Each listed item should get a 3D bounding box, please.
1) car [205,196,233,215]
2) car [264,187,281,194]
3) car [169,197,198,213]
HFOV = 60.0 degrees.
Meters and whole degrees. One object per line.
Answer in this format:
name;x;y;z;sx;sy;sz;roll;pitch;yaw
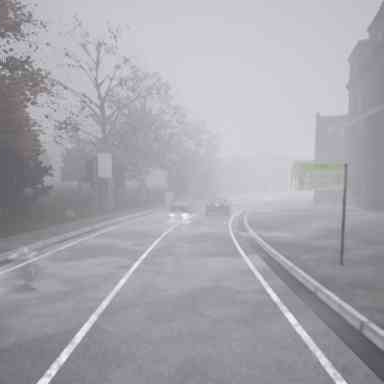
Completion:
car;2.638;1.158;31.488;2.097;1.767;4.553;1;1;12
car;17.025;-0.295;70.351;2.033;1.411;5.357;4;4;36
car;-0.719;1.241;33.742;2.033;1.411;5.357;1;2;13
